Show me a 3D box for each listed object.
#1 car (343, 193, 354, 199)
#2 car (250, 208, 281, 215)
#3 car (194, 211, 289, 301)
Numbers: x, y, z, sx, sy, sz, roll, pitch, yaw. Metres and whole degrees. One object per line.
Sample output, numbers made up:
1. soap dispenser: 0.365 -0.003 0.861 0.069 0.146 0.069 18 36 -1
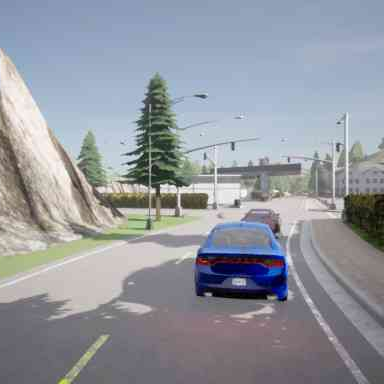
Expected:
1. car: 40.162 1.077 82.998 3.866 1.878 1.905 0 0 19
2. car: 3.687 1.564 17.664 1.994 1.385 4.181 0 0 17
3. car: 1.287 1.478 8.474 1.882 1.535 5.008 0 0 10
